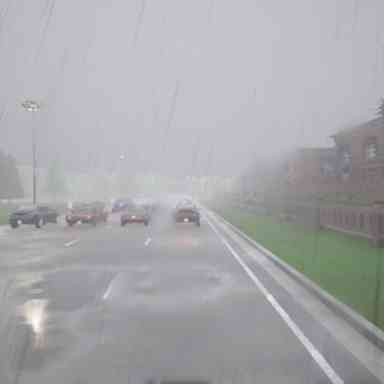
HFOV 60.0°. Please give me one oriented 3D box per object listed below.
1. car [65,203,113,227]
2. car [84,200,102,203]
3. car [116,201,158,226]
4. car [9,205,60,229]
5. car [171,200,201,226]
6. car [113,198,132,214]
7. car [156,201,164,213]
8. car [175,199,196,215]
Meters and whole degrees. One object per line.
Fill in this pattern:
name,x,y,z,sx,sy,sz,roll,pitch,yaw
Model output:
car,-7.415,1.715,24.056,1.895,1.301,4.718,-1,0,-1
car,-11.220,1.679,38.029,1.837,1.490,4.892,-1,1,-1
car,-3.917,1.628,24.318,1.994,1.385,4.181,-1,0,0
car,-10.906,1.668,23.380,1.837,1.490,4.892,-1,0,-1
car,-0.409,1.519,23.464,1.837,1.490,4.892,-1,0,-1
car,-7.727,1.474,38.406,2.097,1.767,4.553,-1,0,-1
car,-4.210,1.672,37.364,1.895,1.301,4.718,-1,0,-1
car,-0.693,1.568,35.665,2.033,1.411,5.357,-1,0,-1
